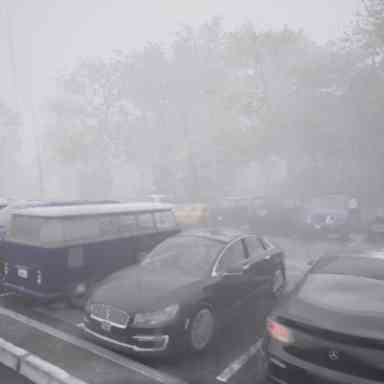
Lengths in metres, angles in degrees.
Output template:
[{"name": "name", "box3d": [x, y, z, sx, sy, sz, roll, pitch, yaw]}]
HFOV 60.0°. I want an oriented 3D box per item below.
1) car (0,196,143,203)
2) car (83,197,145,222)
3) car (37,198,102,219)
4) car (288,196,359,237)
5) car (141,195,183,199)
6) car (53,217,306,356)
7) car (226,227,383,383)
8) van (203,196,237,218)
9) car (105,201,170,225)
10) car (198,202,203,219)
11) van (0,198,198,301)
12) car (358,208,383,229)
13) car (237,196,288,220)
[{"name": "car", "box3d": [-4.327, 1.248, 9.600, 2.435, 2.045, 5.566, 0, 0, 35]}, {"name": "car", "box3d": [-6.244, 1.320, 27.067, 2.185, 1.767, 4.553, 0, 0, 35]}, {"name": "car", "box3d": [-10.896, 1.431, 30.102, 1.946, 1.575, 5.366, 0, 0, 35]}, {"name": "car", "box3d": [7.308, 1.225, 17.382, 2.435, 2.045, 5.566, 0, 0, 35]}, {"name": "car", "box3d": [-1.716, 1.206, 23.853, 2.435, 2.045, 5.566, 0, 0, 35]}, {"name": "car", "box3d": [0.267, 1.506, 6.384, 2.231, 1.521, 4.892, 0, 0, 35]}, {"name": "car", "box3d": [2.549, 1.544, 4.755, 2.002, 1.452, 4.674, 0, 0, 35]}, {"name": "van", "box3d": [2.862, 1.243, 20.713, 1.878, 1.987, 4.442, 0, 0, 35]}, {"name": "car", "box3d": [-4.013, 1.481, 25.412, 2.163, 1.488, 4.792, 0, 0, 35]}, {"name": "car", "box3d": [0.639, 1.460, 22.376, 1.946, 1.575, 5.366, 0, 0, 35]}, {"name": "van", "box3d": [-1.959, 1.279, 8.098, 1.878, 1.987, 4.442, 0, 0, 35]}, {"name": "car", "box3d": [9.605, 1.504, 15.824, 2.163, 1.488, 4.792, 0, 0, 35]}, {"name": "car", "box3d": [5.076, 1.224, 19.035, 2.435, 2.045, 5.566, 0, 0, 35]}]
